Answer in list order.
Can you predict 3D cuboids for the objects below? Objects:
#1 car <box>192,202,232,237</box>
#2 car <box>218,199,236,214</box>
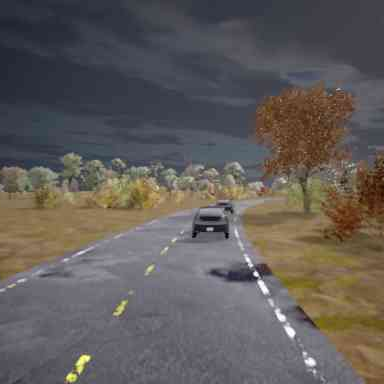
[{"bbox_3d":[1.072,1.503,18.018,1.837,1.490,4.892,0,0,5],"label":"car"},{"bbox_3d":[3.580,1.490,35.889,1.837,1.490,4.892,0,0,10],"label":"car"}]
